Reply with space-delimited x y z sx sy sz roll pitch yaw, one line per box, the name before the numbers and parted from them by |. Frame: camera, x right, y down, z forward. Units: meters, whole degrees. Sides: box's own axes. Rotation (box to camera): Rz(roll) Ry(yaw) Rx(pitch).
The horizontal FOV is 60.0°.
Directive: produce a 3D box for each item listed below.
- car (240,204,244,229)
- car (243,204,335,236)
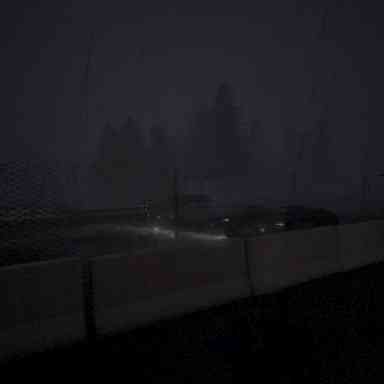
car | 2.990 1.429 18.906 4.674 1.442 1.812 0 0 -35
car | 5.137 1.395 16.138 4.902 1.511 2.128 0 0 -35
